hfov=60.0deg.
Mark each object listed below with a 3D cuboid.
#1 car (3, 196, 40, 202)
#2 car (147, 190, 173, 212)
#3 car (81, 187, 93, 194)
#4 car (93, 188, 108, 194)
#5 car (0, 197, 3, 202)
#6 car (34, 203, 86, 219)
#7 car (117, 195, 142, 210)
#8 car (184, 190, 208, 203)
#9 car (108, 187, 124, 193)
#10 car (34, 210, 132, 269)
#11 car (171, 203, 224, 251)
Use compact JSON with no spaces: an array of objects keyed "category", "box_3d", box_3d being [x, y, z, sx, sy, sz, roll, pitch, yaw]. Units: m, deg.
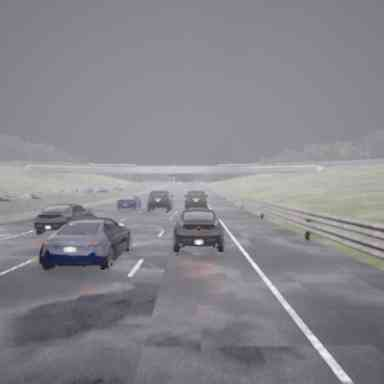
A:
[{"category":"car","box_3d":[-17.279,1.112,34.873,1.812,1.442,4.674,0,1,1]},{"category":"car","box_3d":[-3.110,0.851,33.096,2.150,2.045,5.566,0,1,0]},{"category":"car","box_3d":[-23.873,-0.341,76.079,1.882,1.535,5.008,0,2,0]},{"category":"car","box_3d":[-20.373,-0.219,76.027,1.895,1.301,4.718,0,2,0]},{"category":"car","box_3d":[-20.789,1.144,34.067,2.033,1.411,5.357,0,1,0]},{"category":"car","box_3d":[-6.713,1.362,17.961,1.837,1.490,4.892,0,1,0]},{"category":"car","box_3d":[-6.581,1.067,35.393,1.882,1.535,5.008,0,1,0]},{"category":"car","box_3d":[0.402,0.856,33.016,2.150,2.045,5.566,0,1,0]},{"category":"car","box_3d":[-16.873,-0.286,76.028,2.128,1.511,4.902,0,2,0]},{"category":"car","box_3d":[-3.266,1.504,10.958,1.994,1.385,4.181,0,1,0]},{"category":"car","box_3d":[0.254,1.422,13.696,1.837,1.490,4.892,0,1,0]}]
